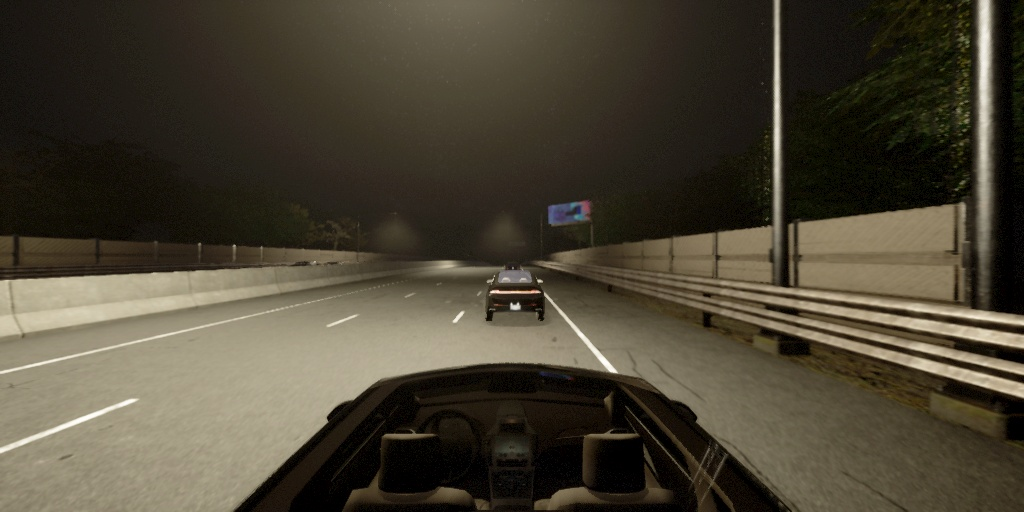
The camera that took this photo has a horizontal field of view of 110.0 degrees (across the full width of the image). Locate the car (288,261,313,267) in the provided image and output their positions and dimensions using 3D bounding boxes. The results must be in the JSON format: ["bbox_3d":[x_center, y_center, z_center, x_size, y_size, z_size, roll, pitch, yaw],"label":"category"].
[{"bbox_3d":[-24.590,1.333,42.518,2.128,1.511,4.902,0,0,0],"label":"car"}]

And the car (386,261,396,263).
[{"bbox_3d":[-17.575,1.478,52.192,1.994,1.385,4.181,0,0,0],"label":"car"}]

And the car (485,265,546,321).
[{"bbox_3d":[0.099,1.248,12.590,2.128,1.511,4.902,0,0,0],"label":"car"}]

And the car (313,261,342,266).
[{"bbox_3d":[-21.088,1.405,42.386,1.994,1.385,4.181,0,0,0],"label":"car"}]

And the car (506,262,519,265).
[{"bbox_3d":[0.096,1.384,41.714,2.033,1.411,5.357,0,0,0],"label":"car"}]
